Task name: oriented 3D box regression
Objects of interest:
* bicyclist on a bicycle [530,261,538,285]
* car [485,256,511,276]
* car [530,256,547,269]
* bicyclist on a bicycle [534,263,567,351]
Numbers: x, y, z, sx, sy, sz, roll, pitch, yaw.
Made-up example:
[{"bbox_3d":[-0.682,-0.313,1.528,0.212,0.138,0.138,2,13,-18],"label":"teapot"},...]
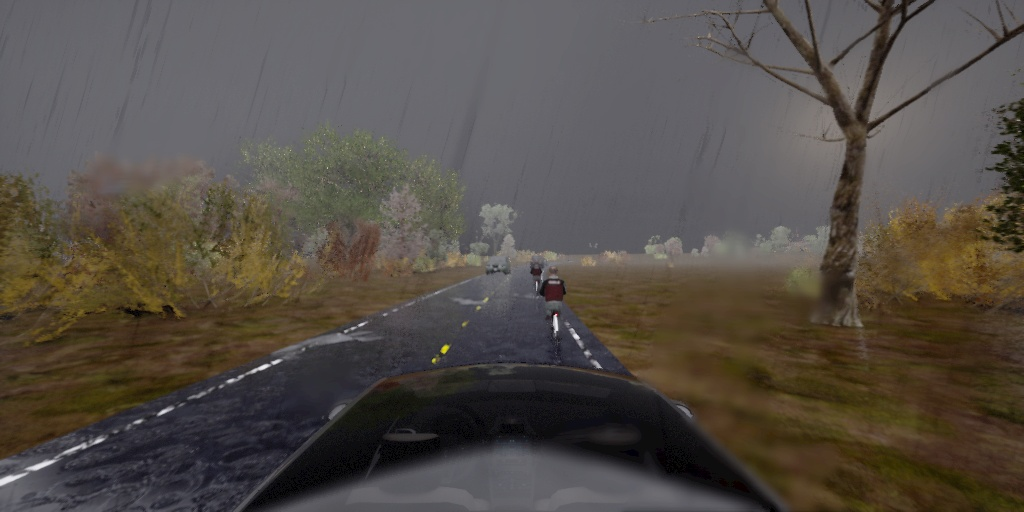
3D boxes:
[{"bbox_3d":[1.222,1.128,17.910,0.659,1.776,1.843,0,0,2],"label":"bicyclist on a bicycle"},{"bbox_3d":[-1.394,0.994,38.109,2.150,2.045,5.566,0,0,5],"label":"car"},{"bbox_3d":[4.224,1.002,59.116,2.150,2.045,5.566,0,-1,7],"label":"car"},{"bbox_3d":[0.925,1.123,8.162,0.659,1.776,1.843,0,0,1],"label":"bicyclist on a bicycle"}]
